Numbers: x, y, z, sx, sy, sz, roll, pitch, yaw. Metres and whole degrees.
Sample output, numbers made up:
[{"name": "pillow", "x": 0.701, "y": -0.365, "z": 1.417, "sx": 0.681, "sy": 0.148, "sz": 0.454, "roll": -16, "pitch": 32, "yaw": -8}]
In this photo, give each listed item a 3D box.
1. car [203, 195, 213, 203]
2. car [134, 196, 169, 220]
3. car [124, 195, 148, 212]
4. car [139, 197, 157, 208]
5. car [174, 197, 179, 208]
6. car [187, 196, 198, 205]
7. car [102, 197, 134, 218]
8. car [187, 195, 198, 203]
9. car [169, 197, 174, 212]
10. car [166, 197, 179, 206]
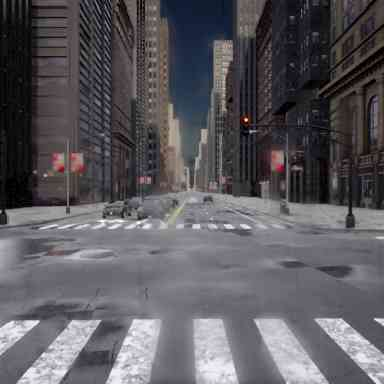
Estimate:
[{"name": "car", "x": 3.353, "y": 1.424, "z": 69.902, "sx": 1.837, "sy": 1.490, "sz": 4.892, "roll": 0, "pitch": 0, "yaw": 0}, {"name": "car", "x": -3.289, "y": 1.336, "z": 27.675, "sx": 2.097, "sy": 1.767, "sz": 4.553, "roll": 0, "pitch": 0, "yaw": -2}, {"name": "car", "x": -6.595, "y": 1.325, "z": 39.730, "sx": 2.097, "sy": 1.767, "sz": 4.553, "roll": 0, "pitch": 0, "yaw": 0}, {"name": "car", "x": -6.586, "y": 1.509, "z": 50.027, "sx": 2.033, "sy": 1.411, "sz": 5.357, "roll": 0, "pitch": 0, "yaw": 0}, {"name": "car", "x": -3.337, "y": 1.530, "z": 46.482, "sx": 1.994, "sy": 1.385, "sz": 4.181, "roll": 0, "pitch": 0, "yaw": 0}, {"name": "car", "x": 0.102, "y": 1.478, "z": 55.517, "sx": 1.812, "sy": 1.442, "sz": 4.674, "roll": 0, "pitch": 0, "yaw": 0}, {"name": "car", "x": -6.599, "y": 1.487, "z": 29.576, "sx": 1.837, "sy": 1.490, "sz": 4.892, "roll": 0, "pitch": 0, "yaw": 0}, {"name": "car", "x": 0.103, "y": 1.467, "z": 69.814, "sx": 2.033, "sy": 1.411, "sz": 5.357, "roll": 0, "pitch": 0, "yaw": 0}, {"name": "car", "x": -3.350, "y": 1.502, "z": 36.459, "sx": 1.812, "sy": 1.442, "sz": 4.674, "roll": 0, "pitch": 0, "yaw": 0}, {"name": "car", "x": -3.311, "y": 1.551, "z": 56.499, "sx": 1.895, "sy": 1.301, "sz": 4.718, "roll": 0, "pitch": 0, "yaw": 0}]
